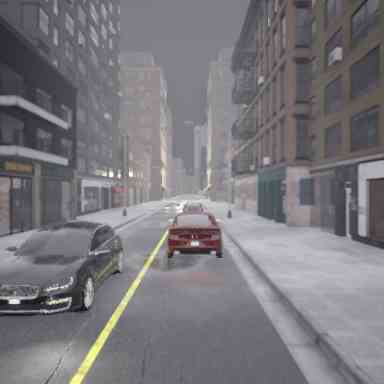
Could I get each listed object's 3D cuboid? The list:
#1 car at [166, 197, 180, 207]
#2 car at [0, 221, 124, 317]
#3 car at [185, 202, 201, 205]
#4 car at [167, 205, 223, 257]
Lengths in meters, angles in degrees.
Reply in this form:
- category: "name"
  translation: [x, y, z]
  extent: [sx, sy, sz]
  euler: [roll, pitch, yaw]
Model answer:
- category: "car"
  translation: [-2.828, 1.525, 50.453]
  extent: [1.812, 1.442, 4.674]
  euler: [0, 0, 0]
- category: "car"
  translation: [-2.852, 1.508, 7.762]
  extent: [1.837, 1.490, 4.892]
  euler: [0, 0, 0]
- category: "car"
  translation: [0.094, 1.607, 31.762]
  extent: [1.895, 1.301, 4.718]
  euler: [0, 0, 0]
- category: "car"
  translation: [0.097, 1.483, 12.957]
  extent: [1.882, 1.535, 5.008]
  euler: [0, 0, 0]
